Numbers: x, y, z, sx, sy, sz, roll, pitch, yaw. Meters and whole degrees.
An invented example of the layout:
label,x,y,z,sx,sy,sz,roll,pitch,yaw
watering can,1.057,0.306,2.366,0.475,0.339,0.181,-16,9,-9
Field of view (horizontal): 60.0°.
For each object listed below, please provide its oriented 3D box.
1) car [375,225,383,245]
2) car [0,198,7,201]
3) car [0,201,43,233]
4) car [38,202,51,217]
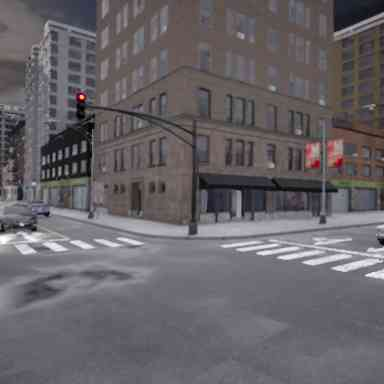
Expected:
label,x,y,z,sx,sy,sz,roll,pitch,yaw
car,10.246,1.716,15.002,4.718,1.301,1.895,0,0,-35
car,-16.492,1.530,28.228,1.812,1.442,4.674,1,-1,-35
car,-10.579,1.515,19.938,1.837,1.490,4.892,1,-1,-36
car,-14.777,1.607,31.308,2.033,1.411,5.357,1,-1,-36
